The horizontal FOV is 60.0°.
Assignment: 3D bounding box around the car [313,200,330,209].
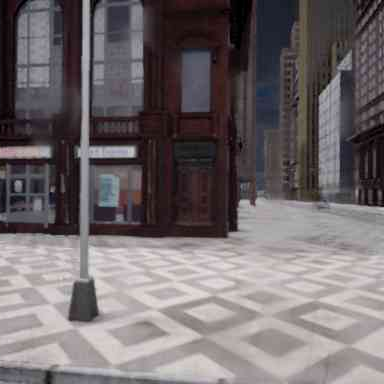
[{"bbox_3d":[19.208,1.973,49.566,1.837,1.490,4.892,0,-1,8],"label":"car"}]
